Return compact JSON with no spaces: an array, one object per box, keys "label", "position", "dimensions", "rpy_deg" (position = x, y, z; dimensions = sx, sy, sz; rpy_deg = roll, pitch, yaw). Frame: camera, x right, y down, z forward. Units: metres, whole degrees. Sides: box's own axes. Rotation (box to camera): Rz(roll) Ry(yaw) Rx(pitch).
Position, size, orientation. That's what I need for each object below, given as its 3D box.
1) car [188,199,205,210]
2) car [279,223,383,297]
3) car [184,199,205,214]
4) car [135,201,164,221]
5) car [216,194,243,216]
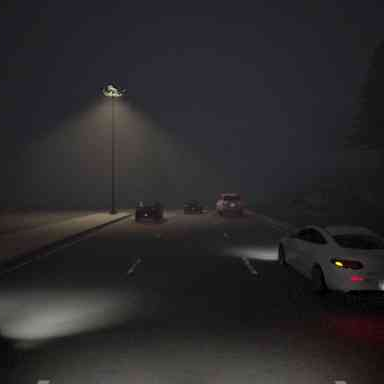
[{"label":"car","position":[0.650,1.601,44.531],"dimensions":[1.895,1.301,4.718],"rpy_deg":[0,0,6]},{"label":"car","position":[3.601,1.525,8.466],"dimensions":[1.812,1.442,4.674],"rpy_deg":[0,0,0]},{"label":"car","position":[0.148,1.525,35.375],"dimensions":[1.812,1.442,4.674],"rpy_deg":[0,0,1]},{"label":"car","position":[-3.394,1.492,27.021],"dimensions":[2.128,1.511,4.902],"rpy_deg":[0,0,0]},{"label":"car","position":[3.614,1.220,32.250],"dimensions":[2.150,2.045,5.566],"rpy_deg":[0,0,0]}]
